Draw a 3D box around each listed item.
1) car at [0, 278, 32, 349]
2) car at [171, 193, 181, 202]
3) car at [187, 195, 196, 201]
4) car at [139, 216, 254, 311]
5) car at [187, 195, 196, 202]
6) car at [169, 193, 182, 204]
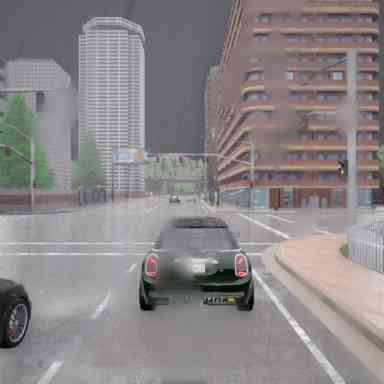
[{"bbox_3d":[-3.431,1.526,3.305,1.812,1.442,4.674,0,0,0],"label":"car"},{"bbox_3d":[-3.634,1.219,76.075,2.150,2.045,5.566,0,0,0],"label":"car"},{"bbox_3d":[-0.150,1.506,85.332,2.128,1.511,4.902,0,0,0],"label":"car"},{"bbox_3d":[0.099,1.352,7.924,2.097,1.767,4.553,0,0,1],"label":"car"},{"bbox_3d":[-0.134,1.518,76.332,1.812,1.442,4.674,0,0,0],"label":"car"},{"bbox_3d":[-3.517,1.491,66.074,2.128,1.511,4.902,0,0,0],"label":"car"}]
